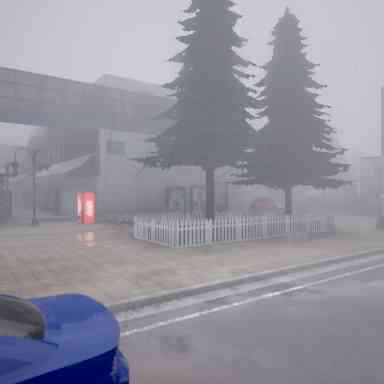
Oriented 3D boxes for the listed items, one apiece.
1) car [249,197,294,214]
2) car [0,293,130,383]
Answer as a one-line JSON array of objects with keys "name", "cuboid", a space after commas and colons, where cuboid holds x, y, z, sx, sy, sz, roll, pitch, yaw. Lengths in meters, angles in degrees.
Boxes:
[{"name": "car", "cuboid": [7.885, 1.340, 33.206, 2.097, 1.767, 4.553, 0, 0, -34]}, {"name": "car", "cuboid": [-2.853, 1.477, 1.935, 5.008, 1.535, 1.882, 0, 0, -36]}]
